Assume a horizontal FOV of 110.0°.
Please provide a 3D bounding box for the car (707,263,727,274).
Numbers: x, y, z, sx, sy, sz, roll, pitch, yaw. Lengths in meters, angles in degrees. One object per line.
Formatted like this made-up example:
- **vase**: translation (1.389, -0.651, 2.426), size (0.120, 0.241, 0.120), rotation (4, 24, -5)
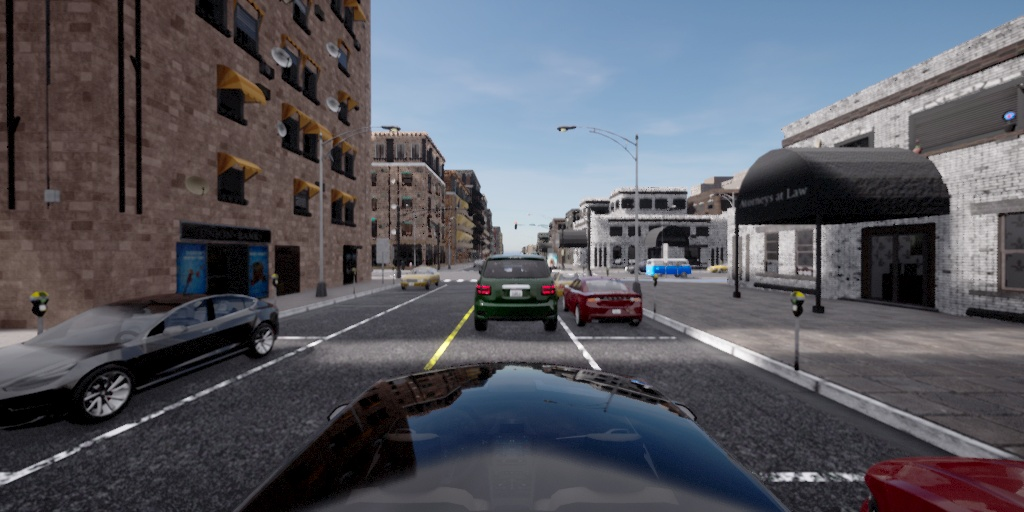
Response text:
- **car**: translation (25.500, 1.318, 42.053), size (4.829, 1.417, 1.751), rotation (0, 0, 0)

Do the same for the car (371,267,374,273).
- **car**: translation (-16.468, 1.341, 35.963), size (4.718, 1.301, 1.895), rotation (0, 0, -1)

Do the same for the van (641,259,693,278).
- **van**: translation (14.668, 1.162, 33.597), size (3.998, 1.789, 1.690), rotation (0, 0, 0)

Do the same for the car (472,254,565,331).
- **car**: translation (0.101, 0.970, 11.108), size (2.150, 2.045, 5.566), rotation (0, 0, 0)

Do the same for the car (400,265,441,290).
- **car**: translation (-5.683, 1.276, 22.669), size (1.751, 1.417, 4.829), rotation (0, 0, 0)

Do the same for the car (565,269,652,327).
- **car**: translation (2.693, 1.294, 11.437), size (1.888, 1.381, 4.507), rotation (0, 0, 0)

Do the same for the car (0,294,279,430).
- **car**: translation (-5.690, 1.315, 5.749), size (1.948, 1.339, 4.313), rotation (0, 0, 0)

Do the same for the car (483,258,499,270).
- **car**: translation (-3.069, 1.120, 52.617), size (2.097, 1.767, 4.553), rotation (0, 0, 0)

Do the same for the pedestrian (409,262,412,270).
- **pedestrian**: translation (-12.614, 1.208, 44.725), size (0.500, 1.100, 0.500), rotation (0, 0, 0)

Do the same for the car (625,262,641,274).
- **car**: translation (14.940, 1.273, 39.397), size (4.902, 1.511, 2.128), rotation (0, 0, -2)
